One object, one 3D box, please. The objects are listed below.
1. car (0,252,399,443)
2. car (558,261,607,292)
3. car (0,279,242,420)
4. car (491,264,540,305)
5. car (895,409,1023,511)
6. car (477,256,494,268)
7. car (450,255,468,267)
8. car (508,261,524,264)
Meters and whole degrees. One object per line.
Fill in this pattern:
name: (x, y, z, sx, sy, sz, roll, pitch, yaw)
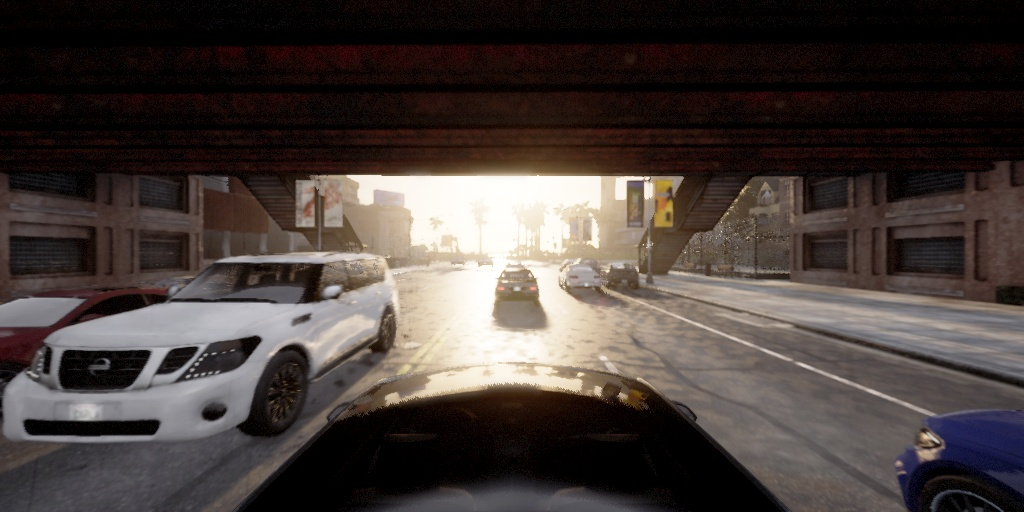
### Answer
car: (-3.579, 0.951, 5.788, 2.150, 2.045, 5.566, 0, 0, 0)
car: (3.742, 1.182, 20.223, 1.812, 1.442, 4.674, 0, 0, 0)
car: (-7.077, 1.255, 5.846, 1.812, 1.442, 4.674, 0, 0, 0)
car: (0.203, 1.228, 15.494, 2.033, 1.411, 5.357, 0, 0, 0)
car: (3.602, 1.282, 0.510, 1.812, 1.442, 4.674, 0, 0, 0)
car: (-3.338, 0.730, 46.625, 1.994, 1.385, 4.181, 0, 0, 0)
car: (-6.838, 0.616, 46.627, 1.882, 1.535, 5.008, 0, 0, 0)
car: (0.250, 1.157, 32.836, 1.994, 1.385, 4.181, 0, 0, 0)
